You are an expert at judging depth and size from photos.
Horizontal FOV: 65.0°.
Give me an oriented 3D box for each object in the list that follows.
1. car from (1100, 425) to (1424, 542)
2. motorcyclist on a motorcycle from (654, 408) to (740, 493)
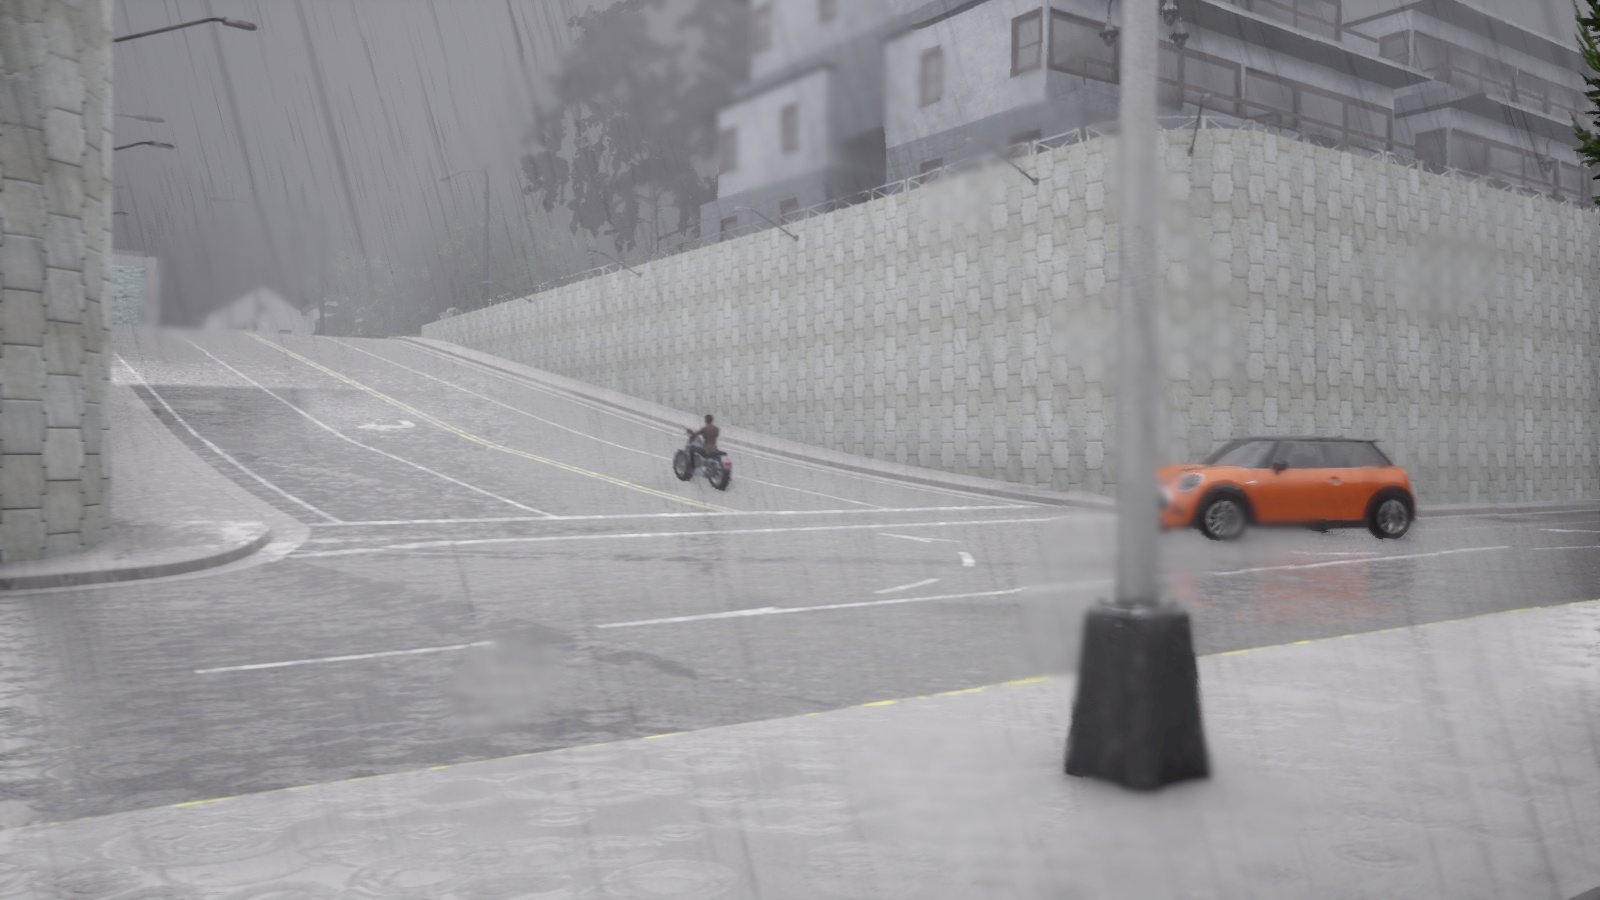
[{"bbox_3d":[7.473,0.506,20.485,4.553,1.767,2.097,0,0,-14],"label":"car"},{"bbox_3d":[-2.313,-0.011,27.831,0.766,1.649,2.350,0,6,-34],"label":"motorcyclist on a motorcycle"}]
